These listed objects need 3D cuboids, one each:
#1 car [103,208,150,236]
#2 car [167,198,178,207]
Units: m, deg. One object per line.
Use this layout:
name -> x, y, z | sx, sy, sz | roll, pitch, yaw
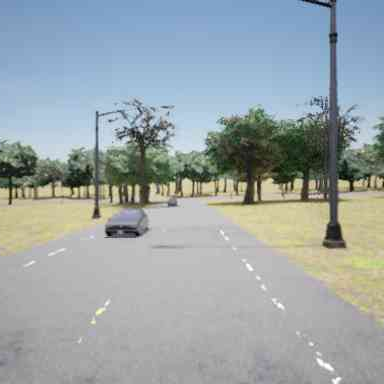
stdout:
car -> -3.594, 1.668, 19.361 | 2.033, 1.411, 5.357 | 0, 0, 0
car -> -3.507, 1.902, 60.788 | 1.837, 1.490, 4.892 | 0, 0, 1
